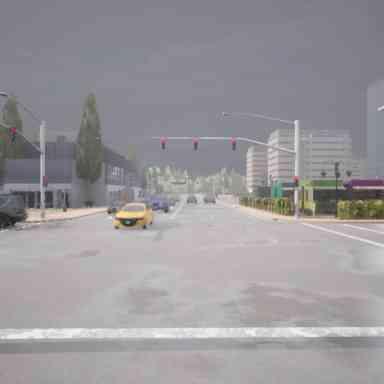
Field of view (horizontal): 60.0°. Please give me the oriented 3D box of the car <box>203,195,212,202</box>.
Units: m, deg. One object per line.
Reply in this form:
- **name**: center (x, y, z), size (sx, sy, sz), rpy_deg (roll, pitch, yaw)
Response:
- **car**: center (3.482, 1.391, 73.981), size (1.812, 1.442, 4.674), rpy_deg (0, 0, 0)

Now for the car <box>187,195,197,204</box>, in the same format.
- **car**: center (-0.016, 1.486, 63.705), size (2.128, 1.511, 4.902), rpy_deg (0, 0, 0)

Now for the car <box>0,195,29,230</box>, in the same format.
- **car**: center (-13.015, 1.219, 20.188), size (5.566, 2.045, 2.150), rpy_deg (0, 2, -15)

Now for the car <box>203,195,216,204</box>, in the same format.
- **car**: center (3.484, 1.486, 63.706), size (2.128, 1.511, 4.902), rpy_deg (0, 0, 0)

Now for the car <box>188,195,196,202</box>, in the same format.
- **car**: center (-0.018, 1.366, 73.979), size (1.837, 1.490, 4.892), rpy_deg (0, 0, 0)

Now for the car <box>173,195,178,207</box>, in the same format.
- **car**: center (-3.605, 1.560, 51.136), size (1.994, 1.385, 4.181), rpy_deg (0, 0, 0)

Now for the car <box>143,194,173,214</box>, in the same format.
- **car**: center (-3.605, 1.219, 36.184), size (2.150, 2.045, 5.566), rpy_deg (0, 0, 0)

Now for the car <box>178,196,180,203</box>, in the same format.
- **car**: center (-3.517, 1.412, 68.321), size (2.097, 1.767, 4.553), rpy_deg (0, 0, 0)

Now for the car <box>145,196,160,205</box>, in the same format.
- **car**: center (-7.081, 1.542, 60.318), size (2.033, 1.411, 5.357), rpy_deg (0, 0, 0)

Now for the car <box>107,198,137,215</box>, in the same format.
- **car**: center (-7.107, 1.561, 33.350), size (1.994, 1.385, 4.181), rpy_deg (0, 0, 0)

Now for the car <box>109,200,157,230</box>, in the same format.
- **car**: center (-3.606, 1.476, 21.325), size (1.882, 1.535, 5.008), rpy_deg (0, 0, 0)

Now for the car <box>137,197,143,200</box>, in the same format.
- **car**: center (-7.108, 1.474, 46.407), size (1.882, 1.535, 5.008), rpy_deg (0, 0, 0)

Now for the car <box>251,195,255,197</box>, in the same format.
- **car**: center (17.748, 1.146, 86.877), size (4.605, 1.855, 1.932), rpy_deg (0, 0, -2)
